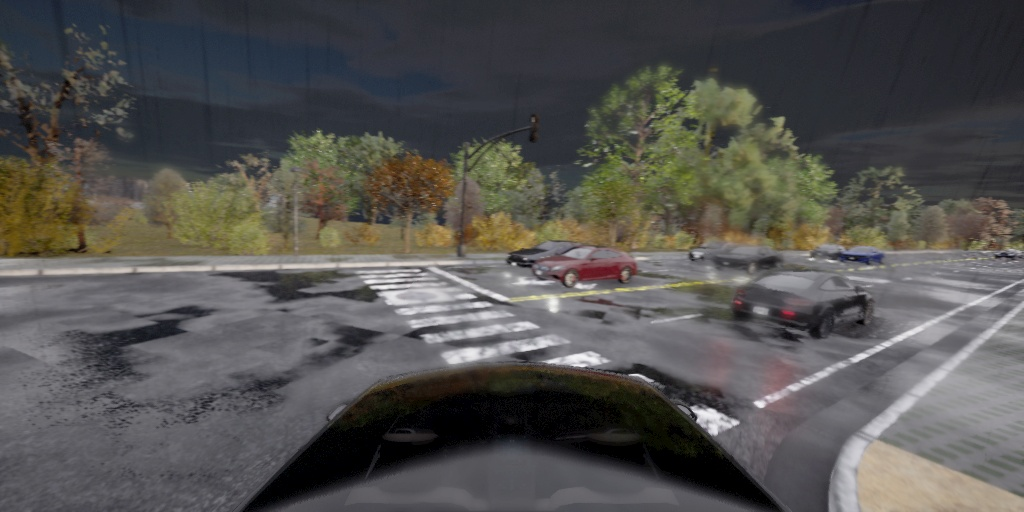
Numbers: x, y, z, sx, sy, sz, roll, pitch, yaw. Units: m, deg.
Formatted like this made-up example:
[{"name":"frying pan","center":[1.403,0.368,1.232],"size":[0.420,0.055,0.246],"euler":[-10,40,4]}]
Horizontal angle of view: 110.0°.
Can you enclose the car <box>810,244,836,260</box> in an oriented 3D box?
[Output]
[{"name":"car","center":[31.541,-0.427,35.540],"size":[4.674,1.442,1.812],"euler":[-1,7,-32]}]

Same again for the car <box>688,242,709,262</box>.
[{"name":"car","center":[14.355,-0.267,24.998],"size":[4.902,1.511,2.128],"euler":[-1,7,-32]}]

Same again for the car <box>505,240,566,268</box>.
[{"name":"car","center":[2.360,-0.056,17.579],"size":[5.357,1.411,2.033],"euler":[-1,7,-32]}]

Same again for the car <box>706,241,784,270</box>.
[{"name":"car","center":[13.856,0.117,20.892],"size":[5.008,1.535,1.882],"euler":[-1,7,-32]}]

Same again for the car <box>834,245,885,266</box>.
[{"name":"car","center":[30.443,-0.085,31.089],"size":[5.008,1.535,1.882],"euler":[0,7,-31]}]

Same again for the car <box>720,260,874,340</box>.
[{"name":"car","center":[7.574,1.043,9.294],"size":[4.674,1.442,1.812],"euler":[-1,7,-32]}]

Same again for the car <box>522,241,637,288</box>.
[{"name":"car","center":[2.958,0.308,14.127],"size":[4.674,1.442,1.812],"euler":[-1,7,-32]}]
